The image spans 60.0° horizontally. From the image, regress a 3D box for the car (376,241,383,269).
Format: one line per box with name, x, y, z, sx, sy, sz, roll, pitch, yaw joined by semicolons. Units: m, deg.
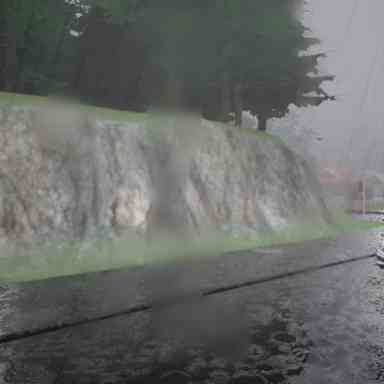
car;7.294;1.501;9.777;4.674;1.442;1.812;0;0;-35
